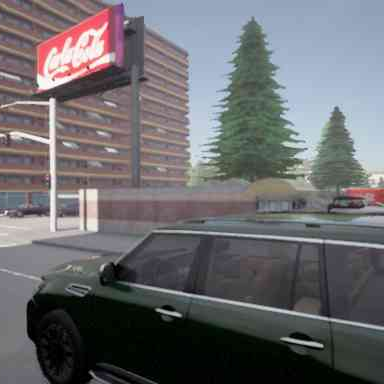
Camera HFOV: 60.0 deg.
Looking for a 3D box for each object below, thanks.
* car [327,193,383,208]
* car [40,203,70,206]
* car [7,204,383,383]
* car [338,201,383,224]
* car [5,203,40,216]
[{"bbox_3d":[10.624,1.189,20.963,3.866,1.878,1.905,-1,0,35],"label":"car"},{"bbox_3d":[-13.003,1.924,34.515,1.994,1.385,4.181,-1,0,35],"label":"car"},{"bbox_3d":[0.484,1.244,3.647,5.566,2.045,2.150,0,0,35],"label":"car"},{"bbox_3d":[12.563,1.374,23.021,4.193,1.474,1.816,-1,0,35],"label":"car"},{"bbox_3d":[-16.962,1.893,34.972,2.128,1.511,4.902,-1,0,35],"label":"car"}]
